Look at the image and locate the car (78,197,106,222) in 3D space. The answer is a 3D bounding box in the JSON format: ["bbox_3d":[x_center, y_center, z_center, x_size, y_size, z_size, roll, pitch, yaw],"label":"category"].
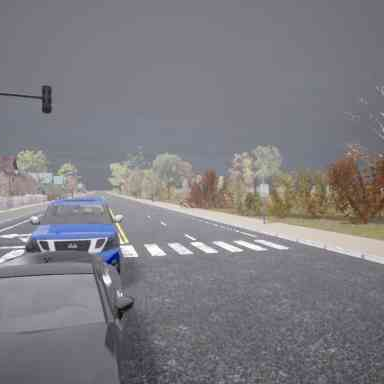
[{"bbox_3d":[-8.202,1.338,27.498,2.097,1.767,4.553,0,0,-15],"label":"car"}]

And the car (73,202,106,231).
[{"bbox_3d":[-6.625,1.468,21.769,1.882,1.535,5.008,0,0,-16],"label":"car"}]

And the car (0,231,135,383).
[{"bbox_3d":[-1.705,1.524,3.878,1.812,1.442,4.674,0,0,-13],"label":"car"}]

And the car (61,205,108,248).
[{"bbox_3d":[-5.039,1.499,16.028,1.837,1.490,4.892,0,0,-15],"label":"car"}]

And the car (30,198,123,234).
[{"bbox_3d":[-3.363,1.218,9.962,2.150,2.045,5.566,0,0,-15],"label":"car"}]
